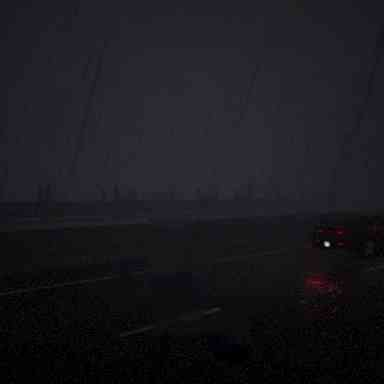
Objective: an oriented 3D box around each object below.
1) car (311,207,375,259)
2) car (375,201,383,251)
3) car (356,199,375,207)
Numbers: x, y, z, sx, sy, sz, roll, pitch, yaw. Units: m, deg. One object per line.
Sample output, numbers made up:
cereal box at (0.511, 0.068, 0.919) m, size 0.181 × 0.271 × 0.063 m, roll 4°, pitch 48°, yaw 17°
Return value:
car at (6.635, 1.535, 12.842) m, size 4.892 × 1.490 × 1.837 m, roll 0°, pitch 0°, yaw -35°
car at (7.714, 1.249, 9.330) m, size 5.566 × 2.045 × 2.150 m, roll 0°, pitch 0°, yaw -35°
car at (24.840, 1.655, 47.235) m, size 2.033 × 1.411 × 5.357 m, roll 0°, pitch 0°, yaw 39°
